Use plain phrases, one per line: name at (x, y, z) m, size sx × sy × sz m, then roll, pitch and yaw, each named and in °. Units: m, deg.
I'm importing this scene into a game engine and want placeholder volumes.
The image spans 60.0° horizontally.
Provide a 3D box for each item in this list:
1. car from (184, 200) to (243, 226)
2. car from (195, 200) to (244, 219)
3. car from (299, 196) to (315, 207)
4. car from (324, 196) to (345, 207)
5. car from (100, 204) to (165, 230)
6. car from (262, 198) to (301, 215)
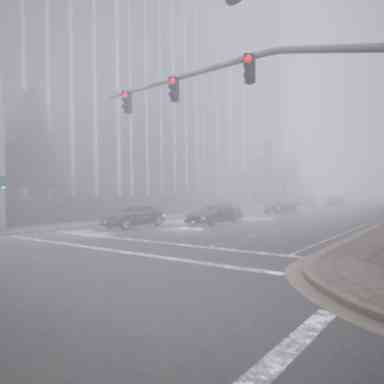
car at (1.698, 1.577, 23.827) m, size 2.033 × 1.411 × 5.357 m, roll -1°, pitch 0°, yaw 38°
car at (2.630, 1.536, 30.731) m, size 2.128 × 1.511 × 4.902 m, roll -1°, pitch 0°, yaw 38°
car at (16.250, 1.411, 48.153) m, size 1.837 × 1.490 × 4.892 m, roll -1°, pitch -1°, yaw 38°
car at (20.718, 1.312, 48.156) m, size 1.882 × 1.535 × 5.008 m, roll -1°, pitch -1°, yaw 38°
car at (-3.865, 1.617, 22.371) m, size 1.837 × 1.490 × 4.892 m, roll -1°, pitch 0°, yaw 38°
car at (8.770, 1.558, 32.924) m, size 1.895 × 1.301 × 4.718 m, roll -1°, pitch 0°, yaw 38°
